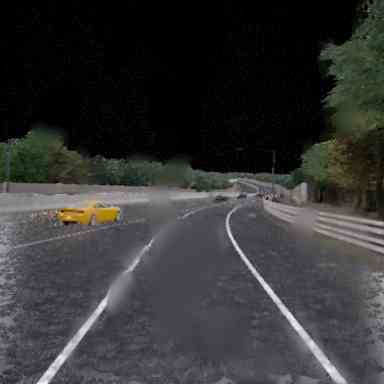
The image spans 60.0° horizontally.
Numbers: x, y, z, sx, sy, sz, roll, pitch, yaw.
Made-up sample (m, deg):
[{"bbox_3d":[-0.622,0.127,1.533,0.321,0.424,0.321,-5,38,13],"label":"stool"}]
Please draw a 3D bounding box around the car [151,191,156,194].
[{"bbox_3d":[-10.965,0.588,92.861,2.097,1.767,4.553,1,0,16],"label":"car"}]

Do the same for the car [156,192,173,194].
[{"bbox_3d":[-7.617,0.794,91.845,1.812,1.442,4.674,1,0,16],"label":"car"}]

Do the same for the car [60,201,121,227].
[{"bbox_3d":[-6.402,1.297,21.586,1.882,1.535,5.008,1,1,16],"label":"car"}]

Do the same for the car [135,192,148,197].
[{"bbox_3d":[-14.332,0.721,93.821,1.812,1.442,4.674,1,0,16],"label":"car"}]

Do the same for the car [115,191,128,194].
[{"bbox_3d":[-15.443,0.790,77.644,1.837,1.490,4.892,1,0,16],"label":"car"}]

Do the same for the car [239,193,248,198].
[{"bbox_3d":[14.087,0.967,91.219,1.837,1.490,4.892,1,0,16],"label":"car"}]

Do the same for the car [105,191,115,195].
[{"bbox_3d":[-18.791,0.608,78.660,2.097,1.767,4.553,1,0,16],"label":"car"}]

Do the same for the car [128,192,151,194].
[{"bbox_3d":[-12.086,0.851,76.657,2.128,1.511,4.902,1,0,16],"label":"car"}]

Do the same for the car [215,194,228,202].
[{"bbox_3d":[5.593,1.080,62.350,1.837,1.490,4.892,1,0,16],"label":"car"}]
